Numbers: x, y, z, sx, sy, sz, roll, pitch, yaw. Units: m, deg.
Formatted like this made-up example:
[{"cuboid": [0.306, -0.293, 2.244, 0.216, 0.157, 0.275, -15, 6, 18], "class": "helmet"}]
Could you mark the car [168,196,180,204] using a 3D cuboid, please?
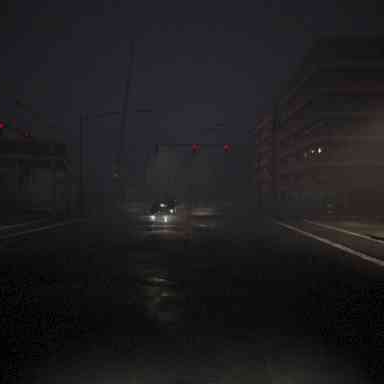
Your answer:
[{"cuboid": [-3.393, 1.564, 62.555, 1.994, 1.385, 4.181, 0, 0, 0], "class": "car"}]

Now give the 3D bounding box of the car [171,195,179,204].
[{"cuboid": [-3.331, 1.352, 52.538, 2.097, 1.767, 4.553, 0, 0, 0], "class": "car"}]

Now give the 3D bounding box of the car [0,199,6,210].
[{"cuboid": [-24.053, 1.456, 38.905, 3.806, 1.475, 1.970, 0, 0, 1], "class": "car"}]

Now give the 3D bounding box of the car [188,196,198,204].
[{"cuboid": [0.248, 1.526, 64.987, 1.812, 1.442, 4.674, 0, 0, 0], "class": "car"}]

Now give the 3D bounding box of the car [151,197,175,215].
[{"cuboid": [-3.174, 1.547, 34.701, 2.033, 1.411, 5.357, 0, 0, -1], "class": "car"}]

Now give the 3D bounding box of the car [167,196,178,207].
[{"cuboid": [-3.256, 1.564, 43.942, 1.994, 1.385, 4.181, 0, 0, 0], "class": "car"}]
